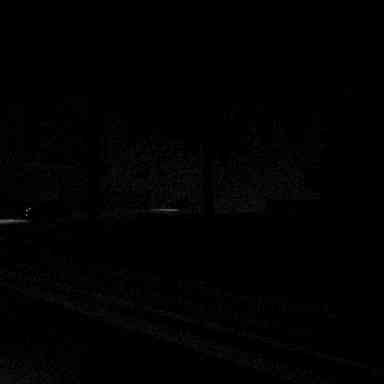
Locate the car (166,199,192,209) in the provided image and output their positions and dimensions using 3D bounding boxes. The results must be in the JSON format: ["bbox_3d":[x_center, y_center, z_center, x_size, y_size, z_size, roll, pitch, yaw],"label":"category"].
[{"bbox_3d":[-1.802,1.682,47.792,1.812,1.442,4.674,0,0,34],"label":"car"}]

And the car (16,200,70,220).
[{"bbox_3d":[-13.587,1.506,30.433,2.097,1.767,4.553,0,0,34],"label":"car"}]
